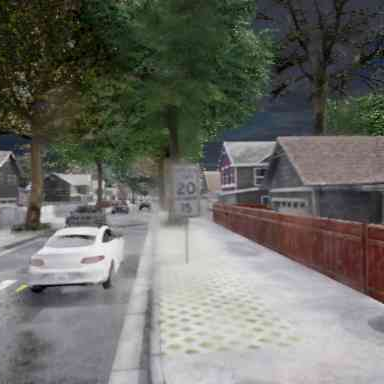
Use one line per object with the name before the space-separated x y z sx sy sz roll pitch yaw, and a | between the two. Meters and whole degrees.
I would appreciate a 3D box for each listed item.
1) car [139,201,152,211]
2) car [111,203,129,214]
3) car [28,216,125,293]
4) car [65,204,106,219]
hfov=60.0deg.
car | -7.554 2.194 53.699 1.837 1.490 4.892 -1 -1 -6
car | -9.357 2.161 43.670 1.994 1.385 4.181 -1 -1 -6
car | -2.947 1.627 9.172 1.812 1.442 4.674 -1 -1 -6
car | -7.289 1.682 23.141 2.097 1.767 4.553 -1 -1 -6
